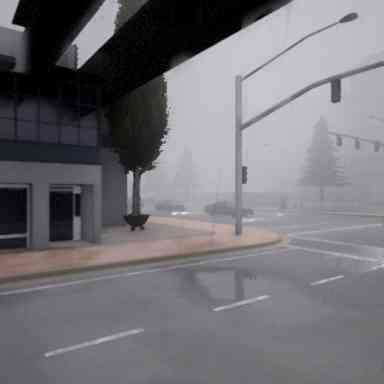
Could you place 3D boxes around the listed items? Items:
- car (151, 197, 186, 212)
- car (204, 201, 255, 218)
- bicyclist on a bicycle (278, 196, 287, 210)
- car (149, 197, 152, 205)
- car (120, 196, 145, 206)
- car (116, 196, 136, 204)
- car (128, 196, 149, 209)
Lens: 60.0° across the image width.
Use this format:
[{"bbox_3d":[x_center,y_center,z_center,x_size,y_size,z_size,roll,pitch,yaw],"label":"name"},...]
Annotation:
[{"bbox_3d":[-2.544,1.573,38.736,1.994,1.385,4.181,0,0,-36],"label":"car"},{"bbox_3d":[3.275,1.556,30.639,2.033,1.411,5.357,0,0,-36],"label":"car"},{"bbox_3d":[10.694,1.314,39.133,1.656,1.620,0.582,0,0,-36],"label":"bicyclist on a bicycle"},{"bbox_3d":[-6.910,1.559,57.129,2.033,1.411,5.357,0,0,-35],"label":"car"},{"bbox_3d":[-9.915,1.502,55.249,2.128,1.511,4.902,0,0,-35],"label":"car"},{"bbox_3d":[-13.016,1.490,65.620,1.882,1.535,5.008,0,0,-36],"label":"car"},{"bbox_3d":[-8.428,1.514,46.945,1.837,1.490,4.892,0,0,-36],"label":"car"}]
